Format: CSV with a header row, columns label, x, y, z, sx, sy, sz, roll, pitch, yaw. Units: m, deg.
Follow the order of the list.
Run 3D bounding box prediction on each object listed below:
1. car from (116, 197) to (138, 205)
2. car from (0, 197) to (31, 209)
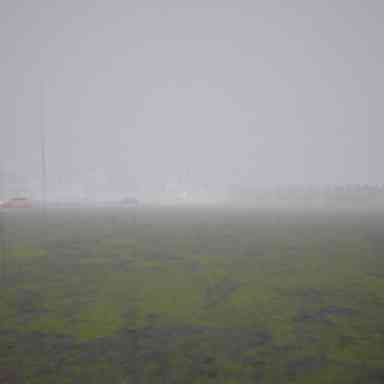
label,x,y,z,sx,sy,sz,roll,pitch,yaw
car,-12.928,1.795,66.183,2.128,1.511,4.902,0,0,36
car,-25.870,1.552,48.088,2.097,1.767,4.553,0,0,36
